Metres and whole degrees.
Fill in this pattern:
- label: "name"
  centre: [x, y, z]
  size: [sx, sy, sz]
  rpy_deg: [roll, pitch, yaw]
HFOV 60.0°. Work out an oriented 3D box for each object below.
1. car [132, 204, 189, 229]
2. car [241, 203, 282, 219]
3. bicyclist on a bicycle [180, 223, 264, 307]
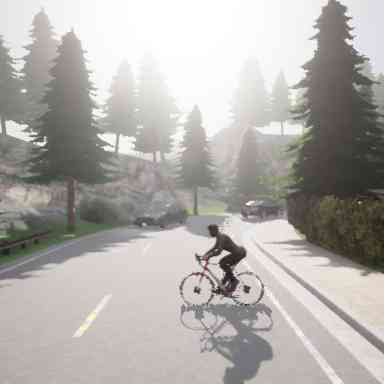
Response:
- label: "car"
  centre: [-1.893, 1.539, 22.136]
  size: [2.033, 1.411, 5.357]
  rpy_deg: [0, 0, 21]
- label: "car"
  centre: [6.095, 1.481, 28.759]
  size: [2.128, 1.511, 4.902]
  rpy_deg: [0, 0, 39]
- label: "bicyclist on a bicycle"
  centre: [0.579, 1.437, 6.478]
  size: [1.656, 1.620, 0.582]
  rpy_deg: [-1, 0, 0]
